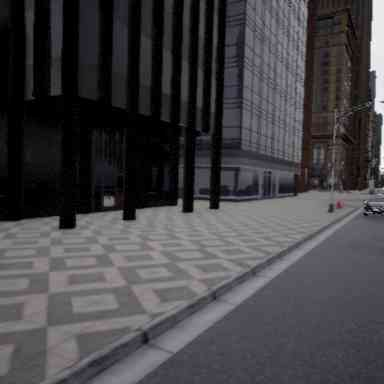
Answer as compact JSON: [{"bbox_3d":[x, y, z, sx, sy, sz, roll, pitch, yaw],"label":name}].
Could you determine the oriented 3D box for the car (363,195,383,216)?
[{"bbox_3d":[13.725,0.985,24.269,1.837,1.490,4.892,3,2,31],"label":"car"}]
